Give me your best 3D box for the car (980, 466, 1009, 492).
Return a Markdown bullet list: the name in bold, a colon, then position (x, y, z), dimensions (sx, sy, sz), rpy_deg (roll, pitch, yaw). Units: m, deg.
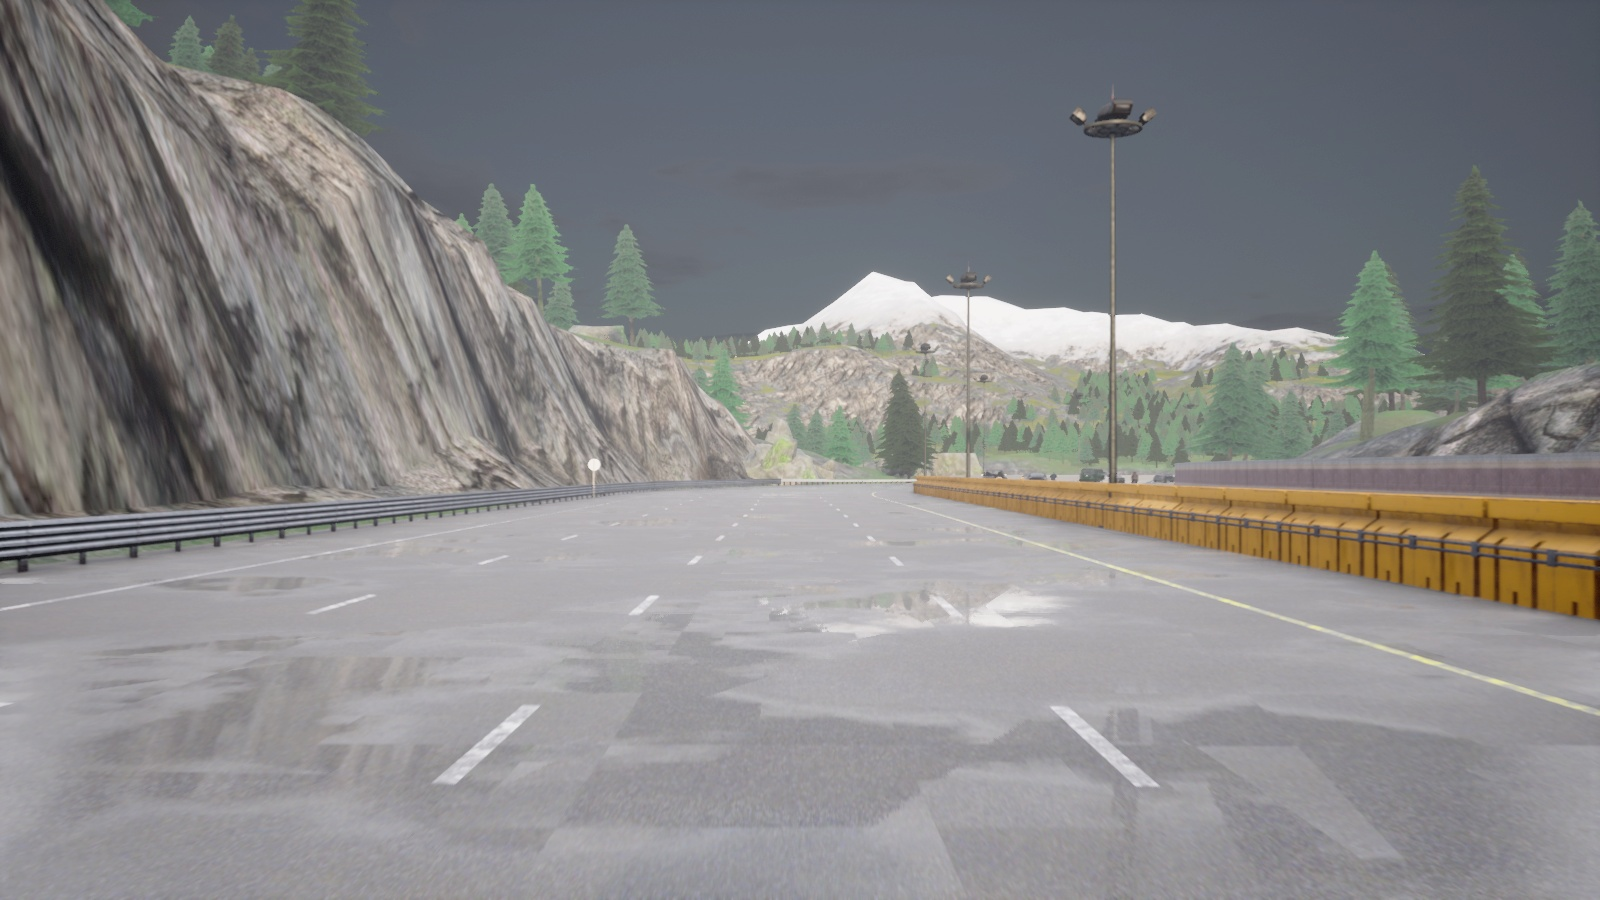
- **car**: position (14.359, 2.130, 92.951), dimensions (1.932, 1.855, 4.605), rpy_deg (-1, -1, 7)
